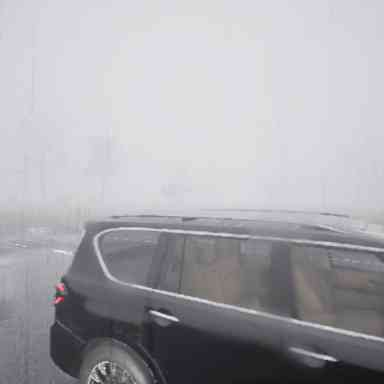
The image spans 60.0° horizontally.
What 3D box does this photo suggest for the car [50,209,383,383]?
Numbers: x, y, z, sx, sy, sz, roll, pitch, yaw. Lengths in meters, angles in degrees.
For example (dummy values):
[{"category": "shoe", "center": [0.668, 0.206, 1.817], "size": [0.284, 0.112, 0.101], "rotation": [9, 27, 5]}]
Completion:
[{"category": "car", "center": [1.168, 1.225, 3.046], "size": [5.566, 2.045, 2.150], "rotation": [0, 0, 29]}]
